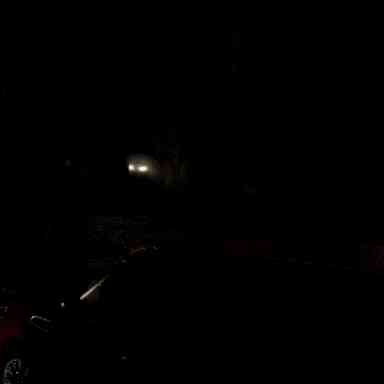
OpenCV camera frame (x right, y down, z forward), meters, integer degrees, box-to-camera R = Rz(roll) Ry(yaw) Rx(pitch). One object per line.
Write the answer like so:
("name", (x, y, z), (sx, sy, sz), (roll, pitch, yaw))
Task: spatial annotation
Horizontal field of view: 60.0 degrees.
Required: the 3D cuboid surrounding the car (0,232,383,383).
("car", (0.275, 1.307, 2.888), (5.009, 1.841, 2.192), (0, 0, 36))
